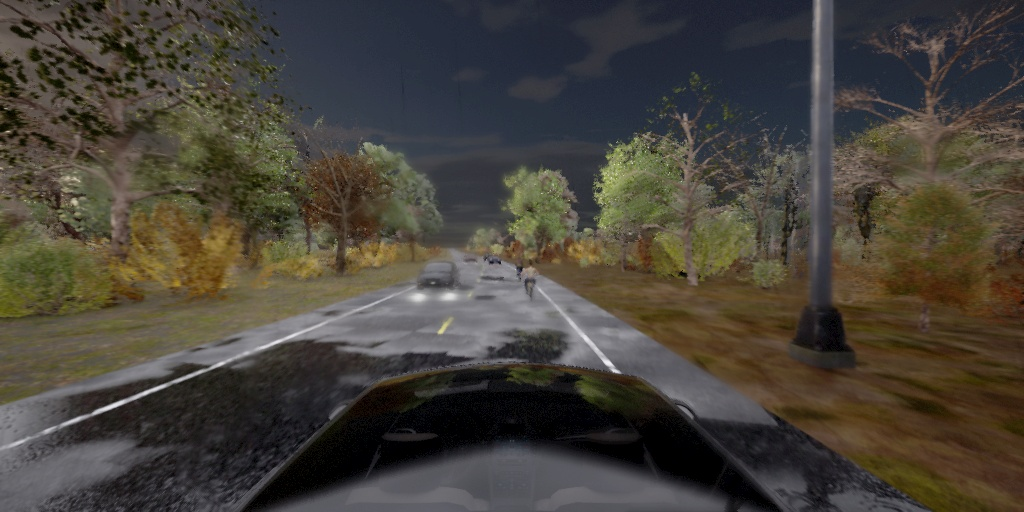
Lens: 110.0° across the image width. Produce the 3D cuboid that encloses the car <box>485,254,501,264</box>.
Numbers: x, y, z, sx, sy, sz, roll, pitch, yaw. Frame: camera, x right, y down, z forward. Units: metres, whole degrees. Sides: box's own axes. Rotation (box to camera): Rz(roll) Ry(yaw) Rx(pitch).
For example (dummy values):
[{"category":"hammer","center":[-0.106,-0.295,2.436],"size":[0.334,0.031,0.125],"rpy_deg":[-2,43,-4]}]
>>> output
[{"category":"car","center":[-2.798,0.631,56.656],"size":[1.895,1.301,4.718],"rpy_deg":[0,1,-6]}]

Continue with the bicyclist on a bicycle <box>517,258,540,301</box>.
[{"category":"bicyclist on a bicycle","center":[0.779,1.021,15.077],"size":[0.866,1.612,1.509],"rpy_deg":[0,1,-2]}]

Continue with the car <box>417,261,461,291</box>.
[{"category":"car","center":[-3.936,1.041,19.859],"size":[1.837,1.490,4.892],"rpy_deg":[0,1,-2]}]

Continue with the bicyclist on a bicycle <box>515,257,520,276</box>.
[{"category":"bicyclist on a bicycle","center":[0.484,0.923,23.884],"size":[0.582,1.620,1.656],"rpy_deg":[0,0,-2]}]

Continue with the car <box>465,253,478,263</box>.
[{"category":"car","center":[-6.972,0.318,61.779],"size":[2.097,1.767,4.553],"rpy_deg":[0,1,-6]}]
